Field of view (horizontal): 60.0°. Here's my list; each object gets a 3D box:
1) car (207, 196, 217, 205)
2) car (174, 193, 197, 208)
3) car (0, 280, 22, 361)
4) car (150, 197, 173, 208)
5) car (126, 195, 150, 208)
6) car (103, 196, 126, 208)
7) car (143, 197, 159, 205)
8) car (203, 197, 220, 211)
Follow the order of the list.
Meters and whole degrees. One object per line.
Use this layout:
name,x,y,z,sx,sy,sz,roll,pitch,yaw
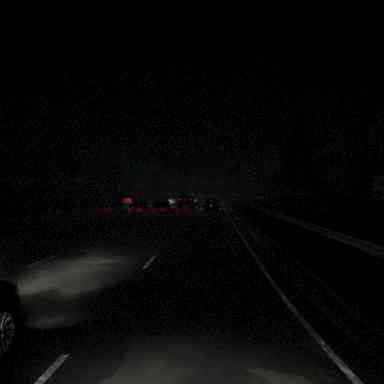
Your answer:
car,3.607,1.557,60.659,1.812,1.442,4.674,0,0,4
car,-0.820,1.239,47.382,2.150,2.045,5.566,0,0,4
car,-3.503,1.486,2.945,2.128,1.511,4.902,0,0,4
car,-4.315,1.489,47.571,1.882,1.535,5.008,0,0,4
car,-7.782,1.531,48.205,1.812,1.442,4.674,0,0,4
car,-11.301,1.504,48.008,1.837,1.490,4.892,0,0,4
car,-7.157,1.575,58.189,1.994,1.385,4.181,0,0,4
car,2.377,1.585,40.833,1.994,1.385,4.181,0,0,4
